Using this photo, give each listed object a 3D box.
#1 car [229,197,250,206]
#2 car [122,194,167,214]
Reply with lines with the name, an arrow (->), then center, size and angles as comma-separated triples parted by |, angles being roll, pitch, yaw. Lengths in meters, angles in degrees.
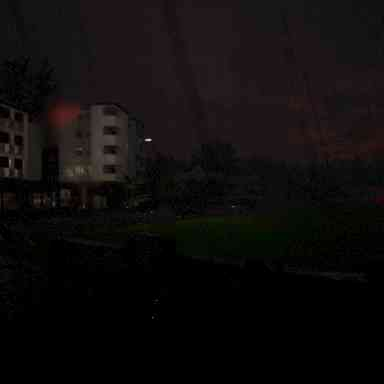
car -> 7.769, 1.564, 54.006 | 1.994, 1.385, 4.181 | 0, 0, 36
car -> -5.014, 1.221, 36.272 | 2.150, 2.045, 5.566 | 0, 0, 36
